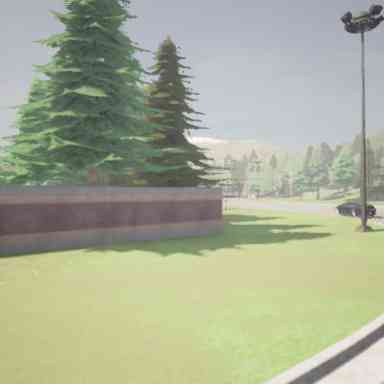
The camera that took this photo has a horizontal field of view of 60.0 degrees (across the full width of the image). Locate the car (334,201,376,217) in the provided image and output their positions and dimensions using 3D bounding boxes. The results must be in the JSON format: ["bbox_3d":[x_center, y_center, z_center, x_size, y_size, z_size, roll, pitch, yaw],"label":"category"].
[{"bbox_3d":[15.581,1.603,31.998,1.837,1.490,4.892,0,0,-6],"label":"car"}]
